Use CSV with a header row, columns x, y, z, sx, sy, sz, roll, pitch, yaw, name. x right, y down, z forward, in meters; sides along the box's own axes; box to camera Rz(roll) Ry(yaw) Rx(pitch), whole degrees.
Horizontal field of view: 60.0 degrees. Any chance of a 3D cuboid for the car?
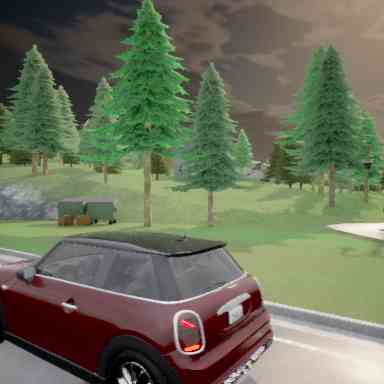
x,y,z,sx,sy,sz,roll,pitch,yaw,name
-1.244,1.353,4.881,4.553,1.767,2.097,0,0,36,car
